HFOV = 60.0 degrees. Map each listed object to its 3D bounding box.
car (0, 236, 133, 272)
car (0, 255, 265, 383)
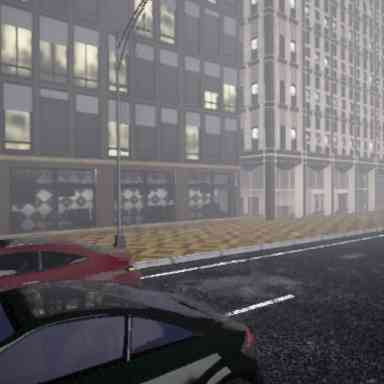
[{"bbox_3d":[-3.108,1.525,5.479,4.674,1.442,1.812,0,0,-36],"label":"car"},{"bbox_3d":[-1.368,1.563,2.730,4.181,1.385,1.994,0,0,-36],"label":"car"}]
